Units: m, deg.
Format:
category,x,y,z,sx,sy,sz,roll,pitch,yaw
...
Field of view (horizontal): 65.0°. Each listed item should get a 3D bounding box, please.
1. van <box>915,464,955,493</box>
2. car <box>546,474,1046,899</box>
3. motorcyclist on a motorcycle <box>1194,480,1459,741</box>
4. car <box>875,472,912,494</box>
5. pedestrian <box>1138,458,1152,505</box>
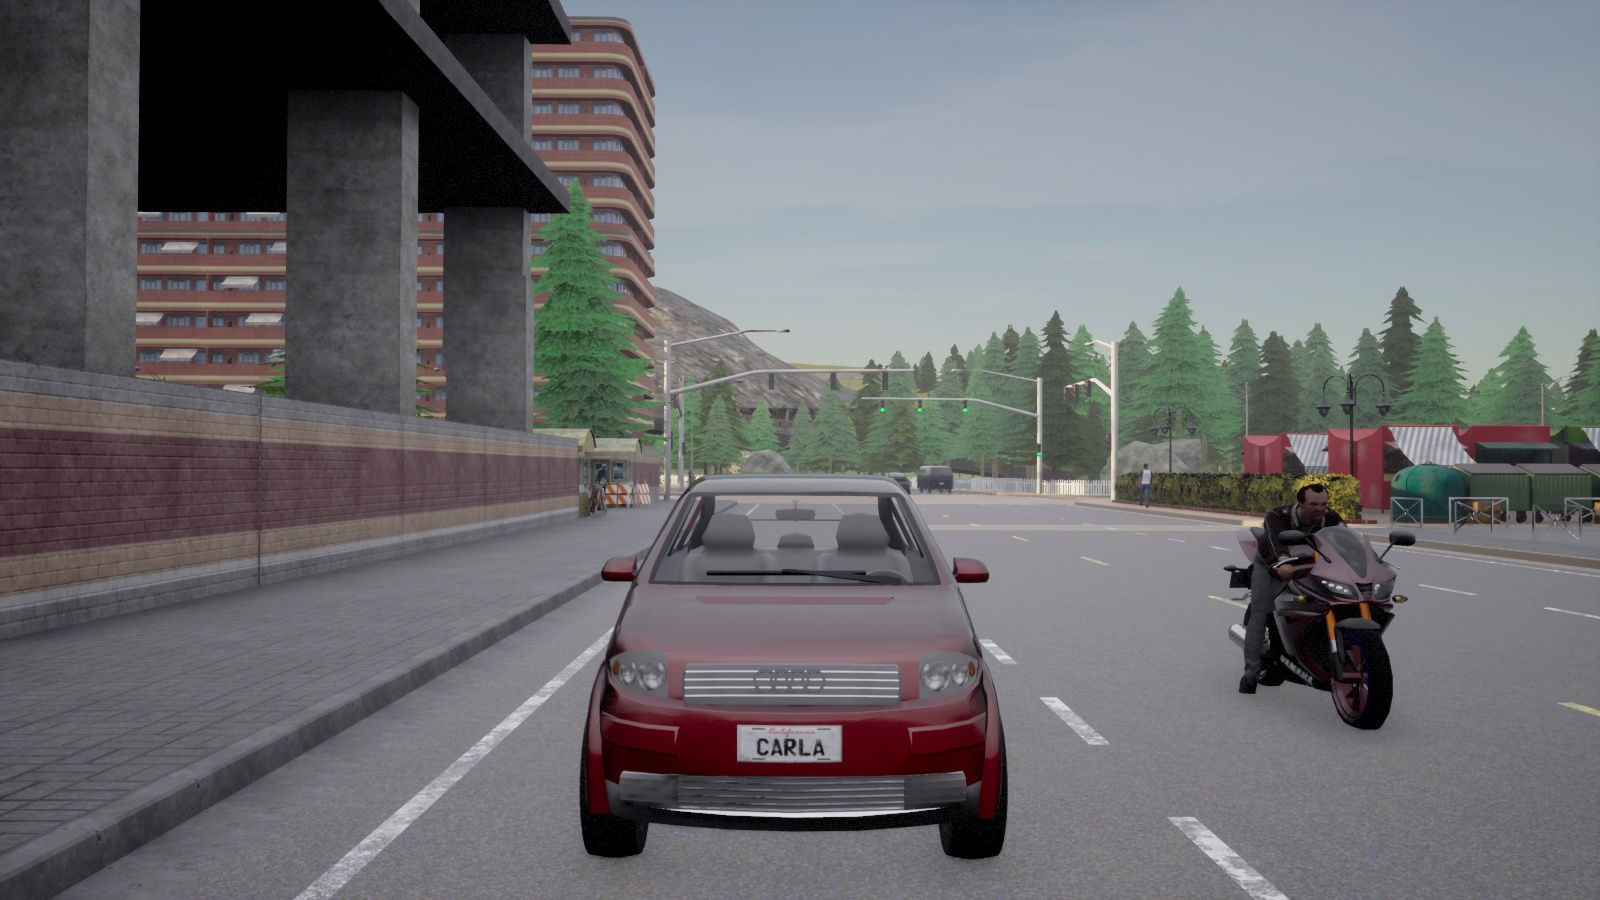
category,x,y,z,sx,sy,sz,roll,pitch,yaw
van,9.597,2.030,89.640,1.775,1.987,4.442,0,-1,-8
car,-0.016,0.900,6.363,1.789,1.549,3.705,0,-1,0
motorcyclist on a motorcycle,3.476,0.979,8.565,0.866,1.530,2.191,0,-1,0
car,6.442,2.250,86.955,1.837,1.490,4.892,0,-1,-5
pedestrian,13.780,1.254,50.196,0.354,1.836,0.706,0,-1,0
